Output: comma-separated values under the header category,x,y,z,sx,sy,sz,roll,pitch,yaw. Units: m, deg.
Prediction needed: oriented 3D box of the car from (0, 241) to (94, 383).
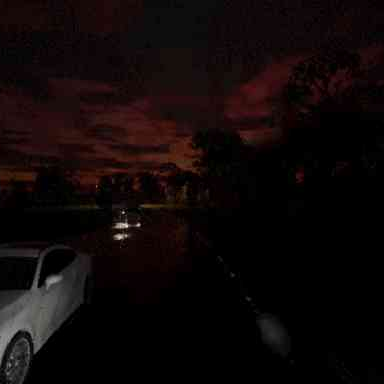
category,x,y,z,sx,sy,sz,roll,pitch,yaw
car,-2.903,1.589,5.315,1.812,1.442,4.674,0,-1,-2

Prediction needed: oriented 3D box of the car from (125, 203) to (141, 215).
category,x,y,z,sx,sy,sz,roll,pitch,yaw
car,-7.198,2.026,40.276,1.895,1.301,4.718,0,-1,-12
